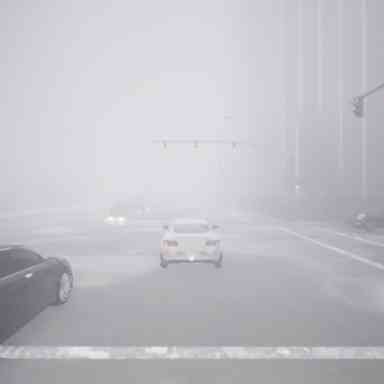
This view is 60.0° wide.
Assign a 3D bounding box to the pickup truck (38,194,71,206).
[{"bbox_3d":[-24.285,1.389,58.547,2.390,2.098,6.274,0,0,30],"label":"pickup truck"}]

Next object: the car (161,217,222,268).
[{"bbox_3d":[-0.051,1.588,11.488,1.812,1.442,4.674,0,0,-1],"label":"car"}]

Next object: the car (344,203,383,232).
[{"bbox_3d":[11.909,1.457,20.560,4.553,1.767,2.097,0,0,0],"label":"car"}]

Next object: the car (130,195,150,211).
[{"bbox_3d":[-7.648,1.475,46.043,2.150,2.045,5.566,0,0,0],"label":"car"}]

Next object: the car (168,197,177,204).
[{"bbox_3d":[-4.281,1.927,73.868,1.812,1.442,4.674,0,0,0],"label":"car"}]

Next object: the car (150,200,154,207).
[{"bbox_3d":[-7.652,1.872,56.160,1.994,1.385,4.181,0,0,0],"label":"car"}]

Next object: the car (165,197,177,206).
[{"bbox_3d":[-4.195,1.893,63.362,2.033,1.411,5.357,0,0,0],"label":"car"}]

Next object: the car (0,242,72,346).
[{"bbox_3d":[-3.464,1.538,5.245,1.837,1.490,4.892,0,0,-1],"label":"car"}]

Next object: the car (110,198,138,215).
[{"bbox_3d":[-7.586,1.692,36.150,2.128,1.511,4.902,0,0,0],"label":"car"}]
